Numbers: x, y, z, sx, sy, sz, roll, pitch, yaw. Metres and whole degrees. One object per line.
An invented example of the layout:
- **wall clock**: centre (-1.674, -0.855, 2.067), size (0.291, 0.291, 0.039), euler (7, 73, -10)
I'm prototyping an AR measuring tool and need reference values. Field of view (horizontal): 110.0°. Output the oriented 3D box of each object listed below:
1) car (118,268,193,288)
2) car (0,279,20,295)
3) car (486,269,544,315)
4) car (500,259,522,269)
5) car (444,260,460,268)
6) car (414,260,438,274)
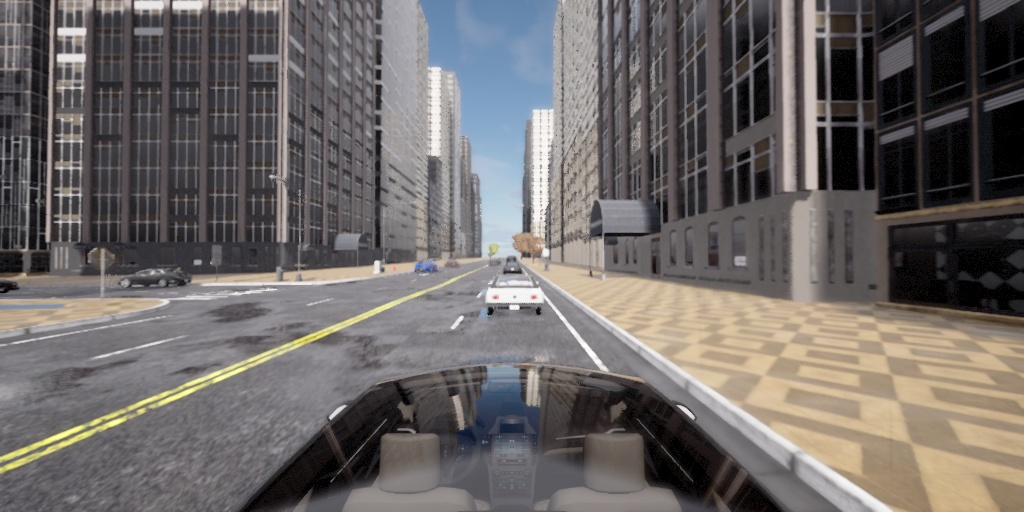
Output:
- **car**: centre (-25.683, 1.560, 25.862), size (4.403, 1.370, 2.007), euler (0, 0, -1)
- **car**: centre (-31.046, 1.521, 19.884), size (5.357, 1.411, 2.033), euler (-1, -1, -1)
- **car**: centre (0.088, 1.340, 13.604), size (1.895, 1.301, 4.718), euler (0, 0, 0)
- **car**: centre (0.068, 1.281, 38.632), size (1.994, 1.385, 4.181), euler (0, 0, 0)
- **car**: centre (-9.839, 1.265, 58.978), size (1.994, 1.385, 4.181), euler (0, 0, 0)
- **car**: centre (-9.872, 1.194, 41.377), size (1.882, 1.535, 5.008), euler (0, 0, 0)
